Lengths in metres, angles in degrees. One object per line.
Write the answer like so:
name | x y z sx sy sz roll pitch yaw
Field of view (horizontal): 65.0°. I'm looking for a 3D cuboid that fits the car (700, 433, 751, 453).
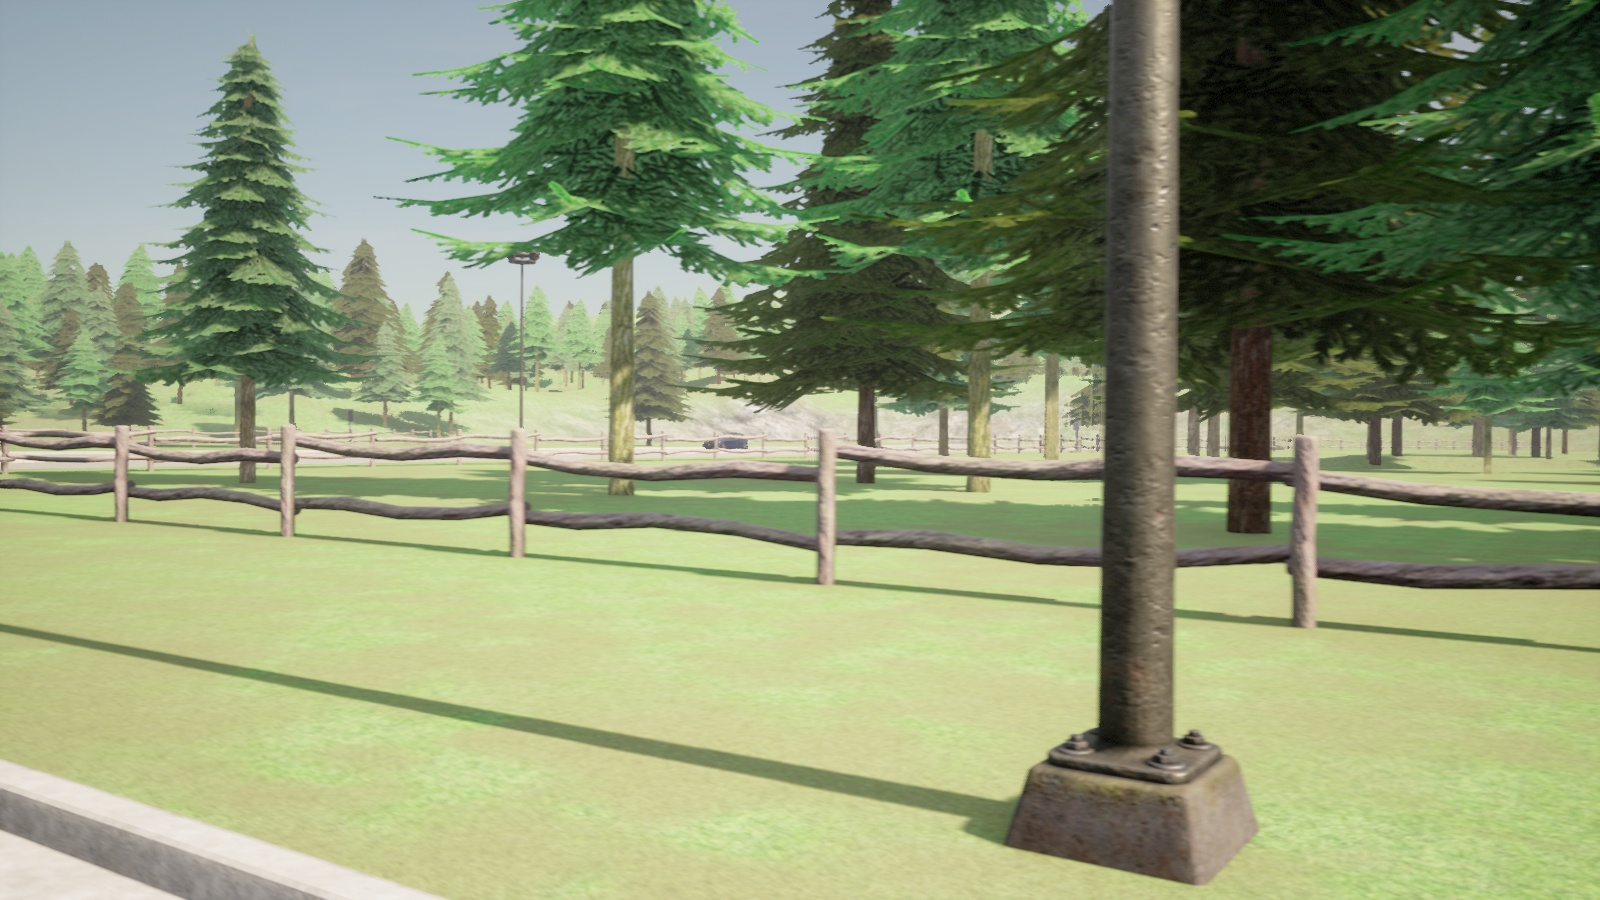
car | -5.780 -0.537 97.769 1.816 1.474 4.193 0 1 34
